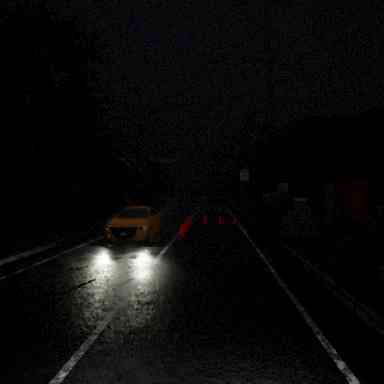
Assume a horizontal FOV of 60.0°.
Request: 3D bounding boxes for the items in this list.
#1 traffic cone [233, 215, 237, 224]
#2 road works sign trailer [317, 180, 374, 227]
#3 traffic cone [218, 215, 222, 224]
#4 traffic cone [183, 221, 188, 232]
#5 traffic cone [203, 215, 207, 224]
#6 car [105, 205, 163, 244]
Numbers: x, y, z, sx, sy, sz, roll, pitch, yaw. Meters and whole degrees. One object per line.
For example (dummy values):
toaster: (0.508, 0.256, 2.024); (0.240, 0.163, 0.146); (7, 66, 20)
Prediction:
traffic cone: (2.865, 1.862, 22.260); (0.340, 0.580, 0.340); (0, 0, 10)
road works sign trailer: (7.919, 0.514, 18.569); (3.560, 2.380, 2.880); (-5, 7, -42)
traffic cone: (1.891, 1.858, 22.194); (0.340, 0.580, 0.340); (0, 0, 4)
traffic cone: (-0.495, 1.878, 16.348); (0.340, 0.580, 0.340); (0, 0, 4)
traffic cone: (0.901, 1.853, 22.261); (0.340, 0.580, 0.340); (0, 0, 4)
car: (-2.565, 1.394, 15.705); (1.882, 1.535, 5.008); (0, 0, 4)
